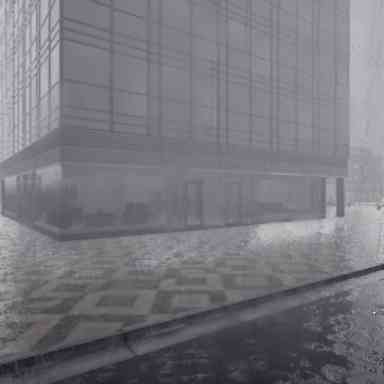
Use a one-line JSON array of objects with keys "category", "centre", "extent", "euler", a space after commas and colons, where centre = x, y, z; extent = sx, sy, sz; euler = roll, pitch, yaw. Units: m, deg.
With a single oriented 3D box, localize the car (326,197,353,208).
[{"category": "car", "centre": [20.793, 1.579, 48.252], "extent": [1.837, 1.490, 4.892], "euler": [0, 2, -35]}]
